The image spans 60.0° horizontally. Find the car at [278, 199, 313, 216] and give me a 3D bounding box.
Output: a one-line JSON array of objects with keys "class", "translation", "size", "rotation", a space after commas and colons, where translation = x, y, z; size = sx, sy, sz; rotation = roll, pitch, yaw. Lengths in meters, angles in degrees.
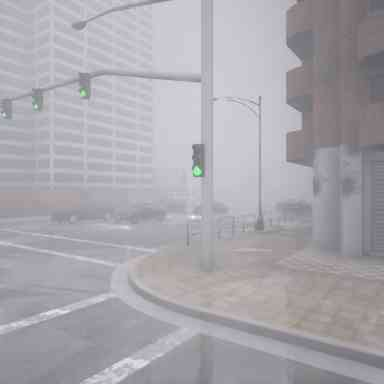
[{"class": "car", "translation": [10.560, 1.509, 33.068], "size": [1.837, 1.490, 4.892], "rotation": [0, 0, 35]}]

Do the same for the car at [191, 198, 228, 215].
[{"class": "car", "translation": [1.883, 1.570, 33.231], "size": [1.994, 1.385, 4.181], "rotation": [0, 0, 36]}]

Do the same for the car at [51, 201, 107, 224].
[{"class": "car", "translation": [-8.115, 1.485, 25.192], "size": [1.882, 1.535, 5.008], "rotation": [0, 0, 35]}]

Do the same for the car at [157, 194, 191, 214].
[{"class": "car", "translation": [-2.539, 1.359, 33.059], "size": [2.097, 1.767, 4.553], "rotation": [0, 0, 35]}]

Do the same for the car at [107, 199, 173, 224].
[{"class": "car", "translation": [-3.814, 1.531, 25.178], "size": [1.812, 1.442, 4.674], "rotation": [0, 0, 35]}]

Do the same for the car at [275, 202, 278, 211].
[{"class": "car", "translation": [11.649, 1.530, 40.699], "size": [1.812, 1.442, 4.674], "rotation": [0, 0, 35]}]
